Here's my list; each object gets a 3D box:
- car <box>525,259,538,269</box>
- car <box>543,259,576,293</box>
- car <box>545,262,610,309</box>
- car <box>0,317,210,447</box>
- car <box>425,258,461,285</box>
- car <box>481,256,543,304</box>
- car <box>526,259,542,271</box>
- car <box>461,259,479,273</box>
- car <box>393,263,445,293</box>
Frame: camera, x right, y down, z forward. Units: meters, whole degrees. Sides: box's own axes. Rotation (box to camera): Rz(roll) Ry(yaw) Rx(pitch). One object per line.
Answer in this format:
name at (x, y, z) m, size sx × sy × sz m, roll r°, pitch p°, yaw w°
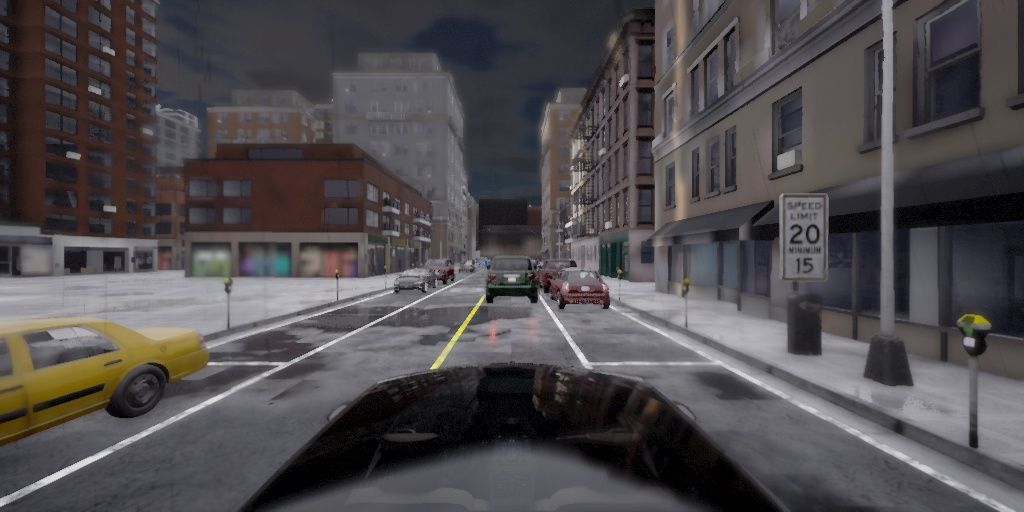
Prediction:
car at (3.015, 1.230, 56.776) m, size 1.882 × 1.535 × 5.008 m, roll 0°, pitch 0°, yaw 0°
car at (2.638, 1.064, 20.431) m, size 2.192 × 1.841 × 5.009 m, roll 0°, pitch 0°, yaw 0°
car at (2.638, 1.189, 14.769) m, size 1.967 × 1.591 × 4.097 m, roll 0°, pitch 0°, yaw 0°
car at (-5.388, 1.274, 3.276) m, size 1.751 × 1.417 × 4.829 m, roll 0°, pitch 0°, yaw 0°
car at (-5.388, 1.064, 26.094) m, size 2.192 × 1.841 × 5.009 m, roll 0°, pitch 0°, yaw 0°
car at (0.000, 1.008, 16.530) m, size 2.150 × 2.045 × 5.566 m, roll 0°, pitch 0°, yaw 0°
car at (3.015, 1.229, 49.776) m, size 1.882 × 1.535 × 5.008 m, roll 0°, pitch 0°, yaw 0°
car at (-5.387, 1.333, 43.080) m, size 1.802 × 1.307 × 4.207 m, roll 0°, pitch 0°, yaw 0°
car at (-5.387, 1.300, 20.432) m, size 2.007 × 1.370 × 4.403 m, roll 0°, pitch 0°, yaw 0°
